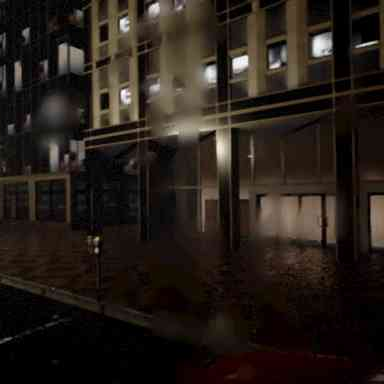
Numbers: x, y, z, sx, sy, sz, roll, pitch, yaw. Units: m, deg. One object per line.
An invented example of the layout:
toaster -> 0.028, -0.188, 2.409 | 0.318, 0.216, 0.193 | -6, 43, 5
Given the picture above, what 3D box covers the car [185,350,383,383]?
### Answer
car -> 1.714, 1.576, 1.659 | 4.206, 1.307, 1.802 | -1, -1, 36
